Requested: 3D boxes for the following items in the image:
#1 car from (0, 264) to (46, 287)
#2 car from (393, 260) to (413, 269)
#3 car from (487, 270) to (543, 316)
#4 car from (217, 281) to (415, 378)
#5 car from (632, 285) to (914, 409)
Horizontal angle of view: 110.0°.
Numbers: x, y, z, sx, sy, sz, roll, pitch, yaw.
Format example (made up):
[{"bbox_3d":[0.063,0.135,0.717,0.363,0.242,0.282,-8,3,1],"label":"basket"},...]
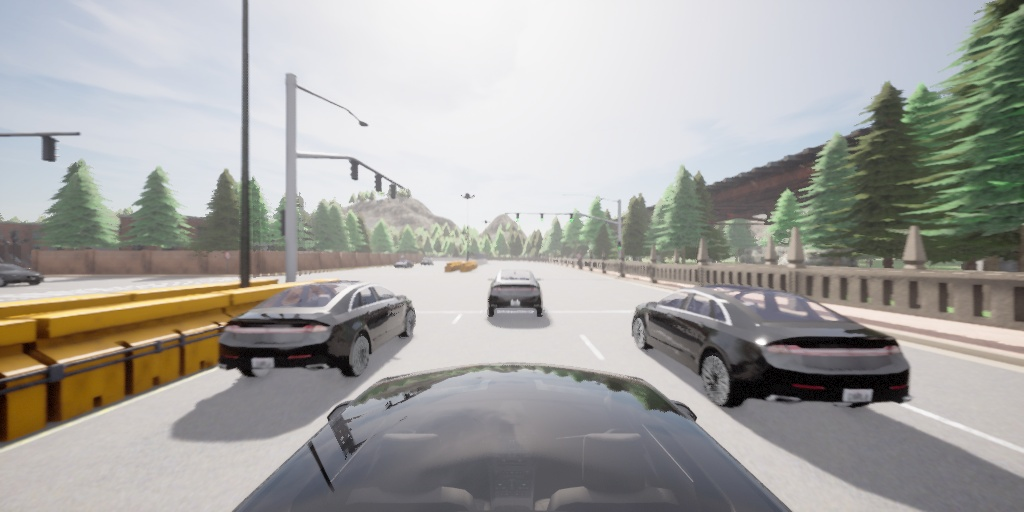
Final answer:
[{"bbox_3d":[-34.302,1.260,23.873,4.892,1.490,1.837,0,0,0],"label":"car"},{"bbox_3d":[-17.504,1.325,58.173,2.033,1.411,5.357,0,0,1],"label":"car"},{"bbox_3d":[0.105,1.248,13.455,2.128,1.511,4.902,0,0,0],"label":"car"},{"bbox_3d":[-3.397,1.244,7.316,2.128,1.511,4.902,0,0,0],"label":"car"},{"bbox_3d":[3.603,1.244,6.163,2.128,1.511,4.902,0,0,0],"label":"car"}]
